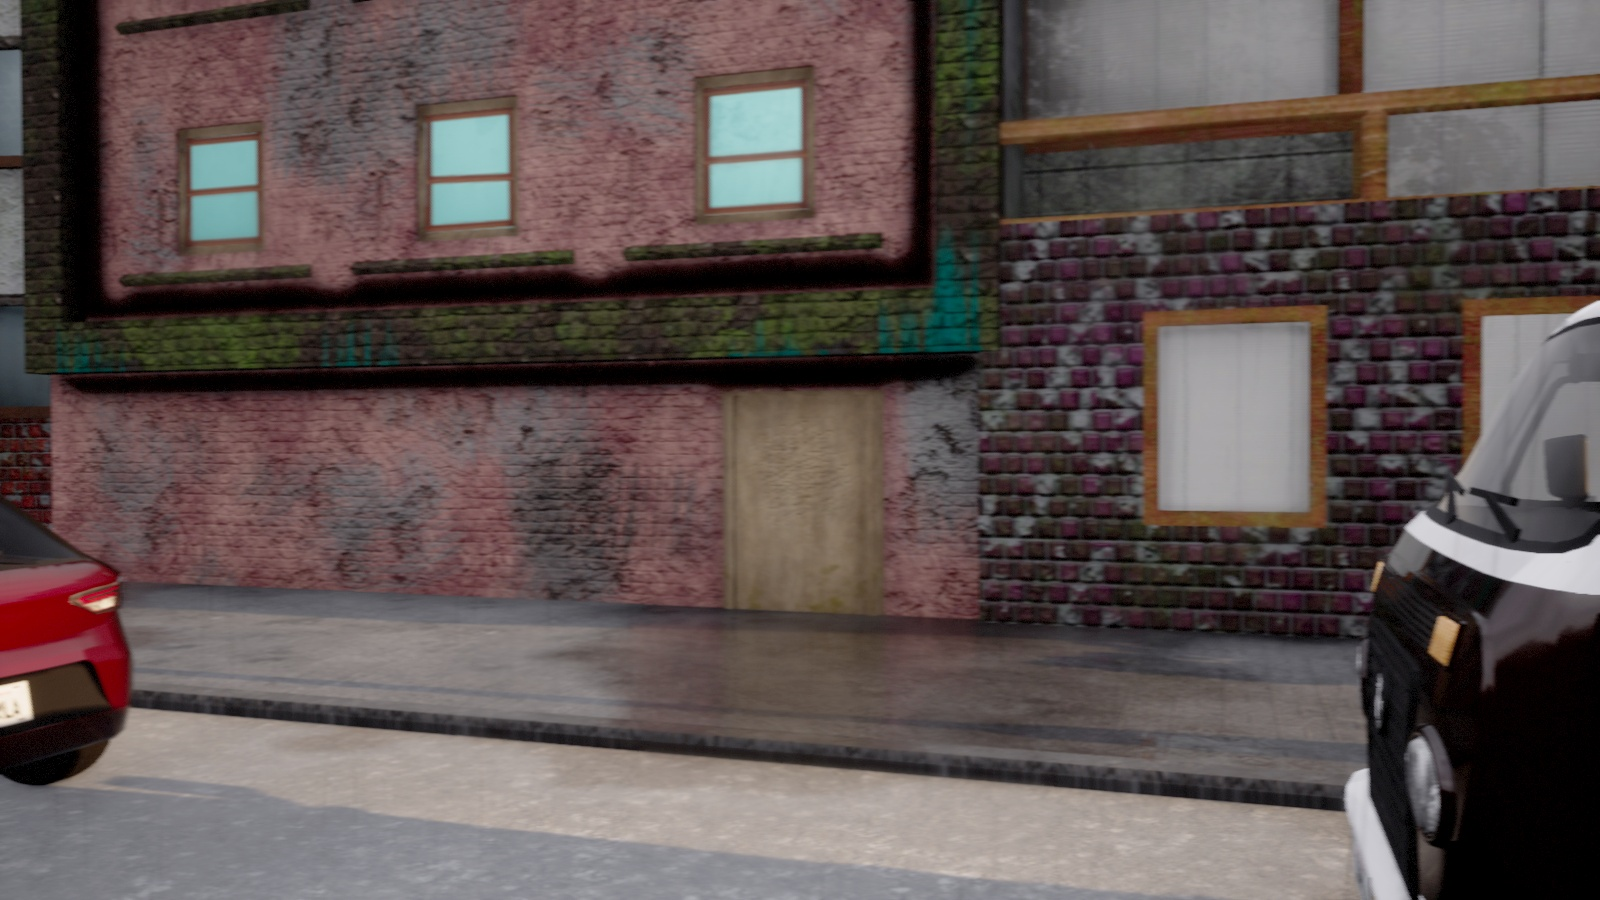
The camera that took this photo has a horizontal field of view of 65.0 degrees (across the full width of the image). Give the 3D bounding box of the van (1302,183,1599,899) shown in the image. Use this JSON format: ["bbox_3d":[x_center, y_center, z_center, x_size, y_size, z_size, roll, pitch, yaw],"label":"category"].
[{"bbox_3d":[3.504,0.510,2.537,4.480,2.038,2.069,-1,0,19],"label":"van"}]

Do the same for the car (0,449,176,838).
[{"bbox_3d":[-5.070,0.734,5.425,4.193,1.474,1.816,1,1,19],"label":"car"}]
